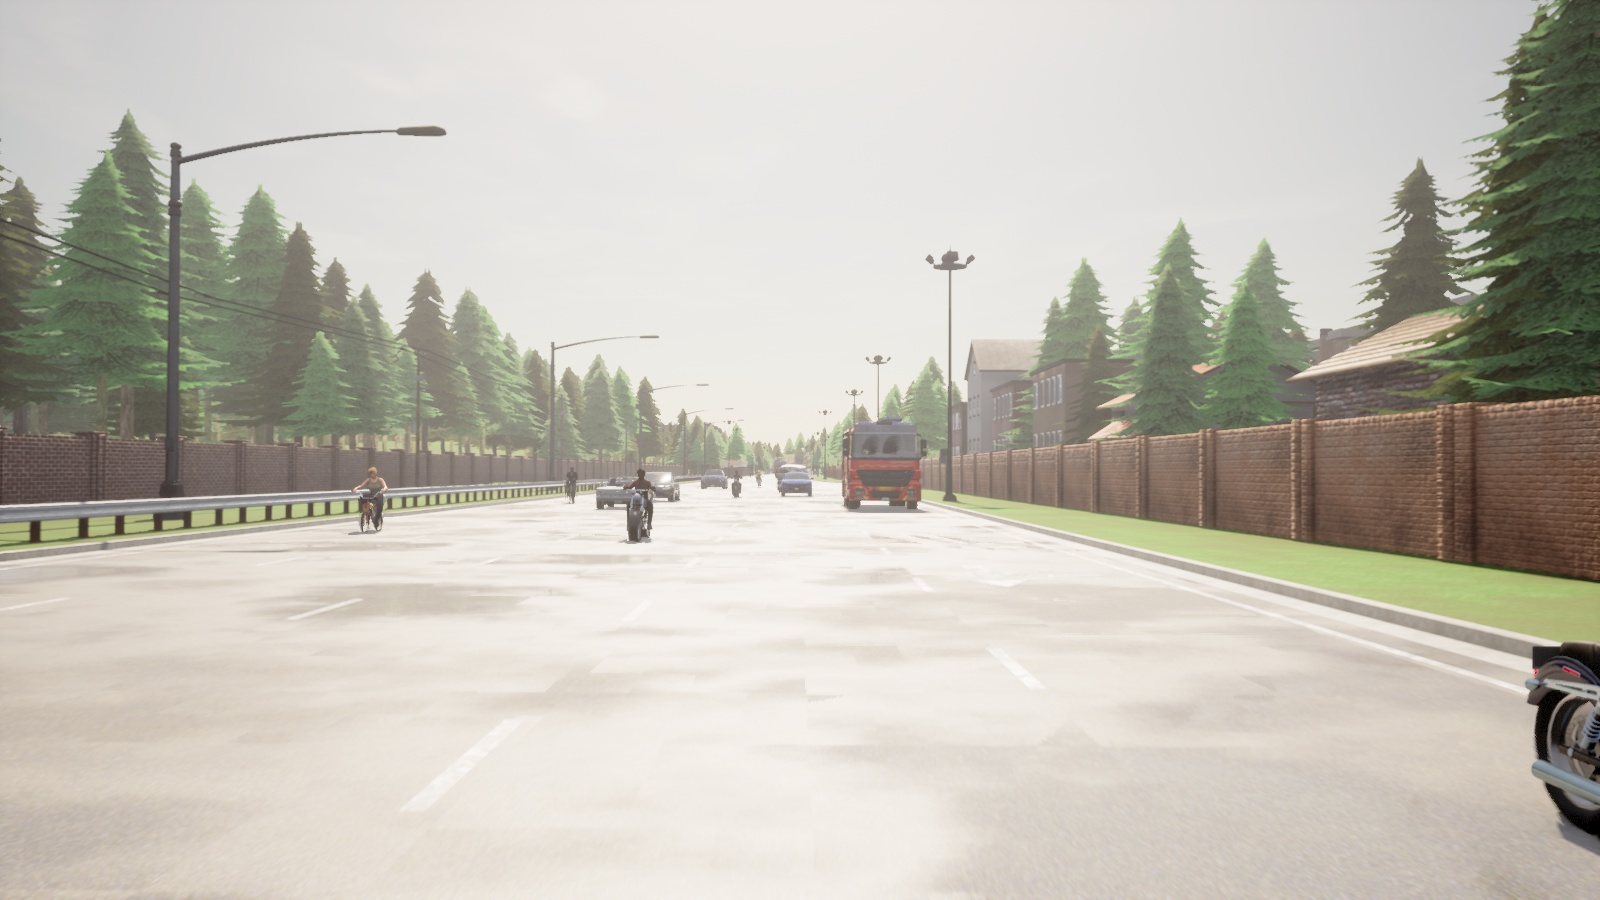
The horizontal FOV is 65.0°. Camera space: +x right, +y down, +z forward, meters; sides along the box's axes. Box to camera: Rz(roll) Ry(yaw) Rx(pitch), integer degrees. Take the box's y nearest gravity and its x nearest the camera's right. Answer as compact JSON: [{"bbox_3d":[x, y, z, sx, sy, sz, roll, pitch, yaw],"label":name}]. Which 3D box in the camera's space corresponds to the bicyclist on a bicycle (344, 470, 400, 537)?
[{"bbox_3d":[-10.572,1.313,31.043,0.866,1.612,1.509,0,-1,0],"label":"bicyclist on a bicycle"}]

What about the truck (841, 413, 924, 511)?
[{"bbox_3d":[3.364,0.527,53.229,2.891,3.827,8.468,0,-1,0],"label":"truck"}]

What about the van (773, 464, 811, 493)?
[{"bbox_3d":[-0.548,2.102,93.330,2.069,2.038,4.480,1,-1,10],"label":"van"}]

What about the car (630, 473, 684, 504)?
[{"bbox_3d":[-7.157,1.903,63.314,2.163,1.488,4.792,0,-1,0],"label":"car"}]

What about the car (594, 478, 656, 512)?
[{"bbox_3d":[-7.127,1.805,51.460,1.895,1.301,4.718,0,-1,0],"label":"car"}]

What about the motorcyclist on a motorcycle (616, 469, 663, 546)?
[{"bbox_3d":[-3.571,1.249,28.082,0.766,1.649,2.350,0,-1,0],"label":"motorcyclist on a motorcycle"}]

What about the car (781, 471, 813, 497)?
[{"bbox_3d":[-0.192,2.089,77.412,1.882,1.535,5.008,0,-1,0],"label":"car"}]

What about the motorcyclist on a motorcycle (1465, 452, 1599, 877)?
[{"bbox_3d":[3.488,0.829,4.663,0.766,1.649,2.350,0,-1,0],"label":"motorcyclist on a motorcycle"}]
